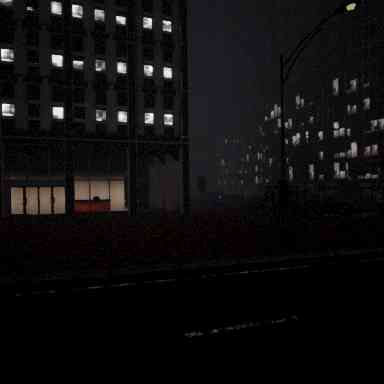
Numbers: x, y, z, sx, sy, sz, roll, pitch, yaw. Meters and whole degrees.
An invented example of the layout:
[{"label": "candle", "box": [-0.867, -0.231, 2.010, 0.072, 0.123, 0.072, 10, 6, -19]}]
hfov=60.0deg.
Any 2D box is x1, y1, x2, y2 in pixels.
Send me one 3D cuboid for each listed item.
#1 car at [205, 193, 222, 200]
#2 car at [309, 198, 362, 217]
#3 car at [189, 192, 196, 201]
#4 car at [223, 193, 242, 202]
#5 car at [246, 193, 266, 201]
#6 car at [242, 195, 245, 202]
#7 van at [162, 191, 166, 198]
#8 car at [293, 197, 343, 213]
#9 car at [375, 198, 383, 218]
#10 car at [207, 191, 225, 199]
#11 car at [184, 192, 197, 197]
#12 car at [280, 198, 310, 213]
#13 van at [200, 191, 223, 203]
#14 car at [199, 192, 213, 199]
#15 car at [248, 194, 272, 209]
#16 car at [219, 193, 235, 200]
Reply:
[{"label": "car", "box": [4.504, 0.930, 69.608, 1.812, 1.442, 4.674, -1, 1, -20]}, {"label": "car", "box": [12.830, 1.434, 29.313, 1.947, 1.339, 4.313, 0, 1, -20]}, {"label": "car", "box": [-0.613, 1.056, 66.758, 2.008, 1.369, 4.403, 0, 1, -20]}, {"label": "car", "box": [7.926, 1.024, 60.174, 1.812, 1.442, 4.674, -1, 1, -20]}, {"label": "car", "box": [9.881, 1.228, 45.422, 2.033, 1.411, 5.357, -1, 1, -20]}, {"label": "car", "box": [11.141, 1.059, 58.928, 1.802, 1.307, 4.206, 0, 1, -20]}, {"label": "van", "box": [-6.427, 0.687, 82.785, 1.690, 1.788, 3.998, 0, 1, -20]}, {"label": "car", "box": [13.393, 1.320, 35.726, 2.033, 1.411, 5.357, -1, 1, -20]}, {"label": "car", "box": [16.907, 1.216, 26.076, 2.097, 1.767, 4.553, -1, 1, -21]}, {"label": "car", "box": [5.326, 0.634, 74.954, 2.192, 1.841, 5.009, 0, 1, -20]}, {"label": "car", "box": [-0.487, 0.710, 90.986, 2.008, 1.369, 4.403, 0, 1, -20]}, {"label": "car", "box": [10.909, 1.399, 34.665, 1.802, 1.307, 4.206, 0, 1, -20]}, {"label": "van", "box": [3.262, 0.952, 56.070, 1.690, 1.788, 3.998, 0, 1, -20]}, {"label": "car", "box": [3.388, 0.706, 80.299, 1.967, 1.590, 4.097, 0, 1, -20]}, {"label": "car", "box": [9.026, 1.332, 40.027, 1.947, 1.339, 4.313, 0, 1, -20]}, {"label": "car", "box": [7.265, 0.954, 69.615, 1.802, 1.307, 4.206, 0, 1, -20]}]
